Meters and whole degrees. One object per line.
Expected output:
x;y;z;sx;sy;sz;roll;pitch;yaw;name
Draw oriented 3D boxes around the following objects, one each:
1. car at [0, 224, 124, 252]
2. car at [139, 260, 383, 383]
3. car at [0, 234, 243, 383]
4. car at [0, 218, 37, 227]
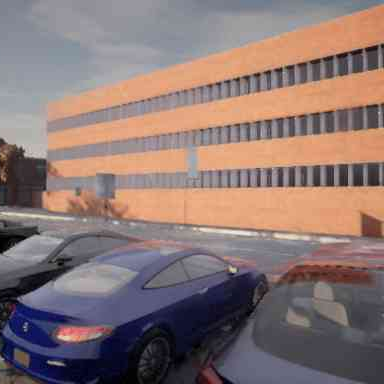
-2.697;1.511;6.920;2.002;1.452;4.674;0;0;35;car
1.919;1.509;3.659;2.163;1.488;4.792;0;0;35;car
-0.400;1.515;5.274;2.002;1.452;4.674;0;0;36;car
-7.296;1.461;10.203;2.097;1.535;5.008;0;0;35;car
